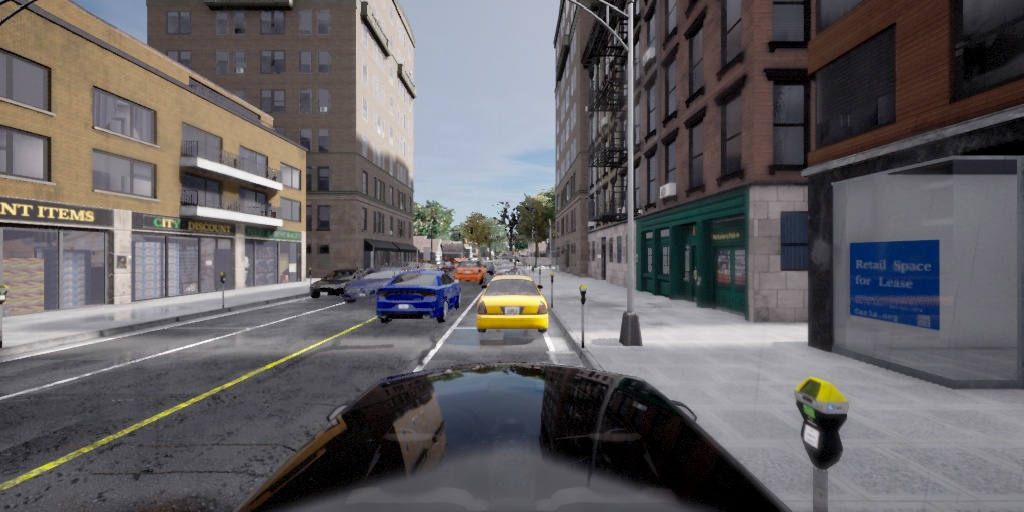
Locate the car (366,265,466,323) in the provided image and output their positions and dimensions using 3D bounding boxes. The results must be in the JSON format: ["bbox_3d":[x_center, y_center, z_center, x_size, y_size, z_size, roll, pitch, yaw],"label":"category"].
[{"bbox_3d":[-2.920,1.228,12.128,1.882,1.535,5.008,0,0,0],"label":"car"}]

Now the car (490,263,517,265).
[{"bbox_3d":[-0.383,1.334,23.722,1.802,1.307,4.207,0,0,0],"label":"car"}]

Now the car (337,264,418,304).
[{"bbox_3d":[-5.869,1.276,16.385,1.812,1.442,4.674,0,0,0],"label":"car"}]

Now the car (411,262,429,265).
[{"bbox_3d":[-8.408,1.195,29.238,1.967,1.591,4.097,0,0,0],"label":"car"}]

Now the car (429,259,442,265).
[{"bbox_3d":[-8.408,1.285,34.586,1.751,1.417,4.829,0,0,0],"label":"car"}]

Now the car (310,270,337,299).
[{"bbox_3d":[-8.408,1.316,18.201,1.948,1.339,4.313,0,0,0],"label":"car"}]

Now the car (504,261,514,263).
[{"bbox_3d":[-0.383,1.281,29.411,1.751,1.417,4.829,0,0,0],"label":"car"}]

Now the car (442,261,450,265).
[{"bbox_3d":[-8.408,1.204,40.275,1.967,1.591,4.097,0,0,0],"label":"car"}]

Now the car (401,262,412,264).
[{"bbox_3d":[-8.408,1.303,23.719,2.007,1.370,4.403,0,0,0],"label":"car"}]

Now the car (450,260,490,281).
[{"bbox_3d":[-3.021,1.107,26.657,2.097,1.767,4.553,0,0,0],"label":"car"}]

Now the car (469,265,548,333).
[{"bbox_3d":[0.005,1.207,10.690,1.801,1.575,5.366,0,0,0],"label":"car"}]
